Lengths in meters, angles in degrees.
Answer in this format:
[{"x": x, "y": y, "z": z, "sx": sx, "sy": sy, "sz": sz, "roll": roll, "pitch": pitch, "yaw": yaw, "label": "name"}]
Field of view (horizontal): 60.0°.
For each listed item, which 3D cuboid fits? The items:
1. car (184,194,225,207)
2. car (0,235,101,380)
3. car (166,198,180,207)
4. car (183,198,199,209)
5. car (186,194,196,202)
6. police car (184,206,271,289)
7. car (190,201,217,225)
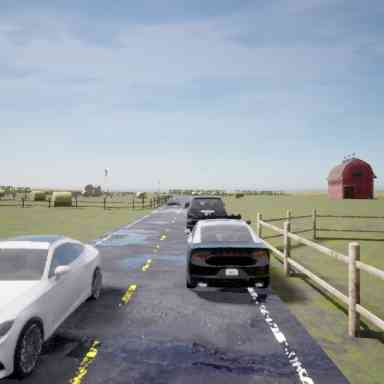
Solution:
[{"x": 0.779, "y": 1.222, "z": 19.259, "sx": 2.150, "sy": 2.045, "sz": 5.566, "roll": 0, "pitch": 0, "yaw": 0, "label": "car"}, {"x": -2.863, "y": 1.525, "z": 5.613, "sx": 1.812, "sy": 1.442, "sz": 4.674, "roll": 0, "pitch": 0, "yaw": 0, "label": "car"}, {"x": -2.868, "y": 1.554, "z": 51.642, "sx": 1.994, "sy": 1.385, "sz": 4.181, "roll": 0, "pitch": 0, "yaw": 0, "label": "car"}, {"x": -0.077, "y": 1.540, "z": 46.080, "sx": 2.033, "sy": 1.411, "sz": 5.357, "roll": 0, "pitch": 0, "yaw": 0, "label": "car"}, {"x": -0.163, "y": 1.257, "z": 71.673, "sx": 2.097, "sy": 1.767, "sz": 4.553, "roll": 0, "pitch": 0, "yaw": 0, "label": "car"}, {"x": 0.802, "y": 1.424, "z": 9.340, "sx": 1.930, "sy": 1.638, "sz": 5.238, "roll": 0, "pitch": 0, "yaw": 0, "label": "police car"}, {"x": 0.766, "y": 1.502, "z": 25.230, "sx": 1.837, "sy": 1.490, "sz": 4.892, "roll": 0, "pitch": 0, "yaw": 0, "label": "car"}]
